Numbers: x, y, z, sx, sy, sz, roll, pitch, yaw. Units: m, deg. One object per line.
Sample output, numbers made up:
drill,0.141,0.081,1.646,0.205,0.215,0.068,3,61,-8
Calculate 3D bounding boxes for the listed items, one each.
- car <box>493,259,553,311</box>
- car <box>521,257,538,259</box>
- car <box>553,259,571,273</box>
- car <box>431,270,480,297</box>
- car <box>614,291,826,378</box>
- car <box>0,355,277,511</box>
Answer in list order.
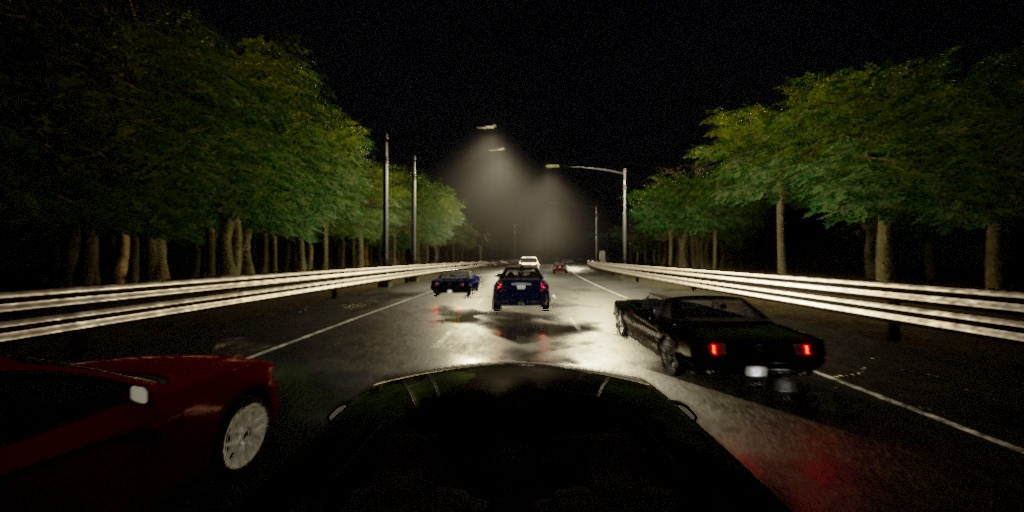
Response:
car,0.410,1.153,15.012,2.097,1.767,4.553,0,0,2
car,1.873,1.108,37.774,2.150,2.045,5.566,0,0,5
car,6.307,1.468,47.496,2.033,1.411,5.357,0,0,7
car,-2.914,1.417,19.638,1.895,1.301,4.718,0,0,3
car,3.562,1.374,7.377,1.895,1.301,4.718,0,0,1
car,-3.368,1.226,1.696,1.882,1.535,5.008,0,0,0
